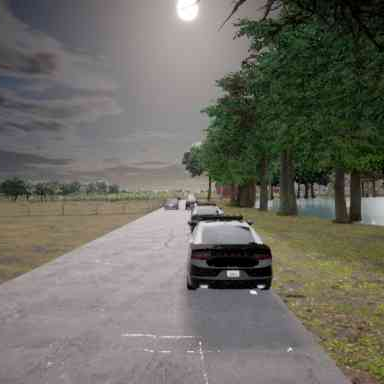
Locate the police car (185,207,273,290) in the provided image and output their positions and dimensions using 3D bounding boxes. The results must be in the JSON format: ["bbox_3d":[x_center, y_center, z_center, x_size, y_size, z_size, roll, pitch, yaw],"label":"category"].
[{"bbox_3d":[0.828,1.438,9.249,1.930,1.638,5.238,0,0,0],"label":"police car"}]

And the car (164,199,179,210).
[{"bbox_3d":[-2.736,1.650,45.242,2.128,1.511,4.902,0,0,0],"label":"car"}]

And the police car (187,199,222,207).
[{"bbox_3d":[0.830,1.464,19.249,1.930,1.638,5.238,0,0,0],"label":"police car"}]

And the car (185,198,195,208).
[{"bbox_3d":[0.040,1.652,47.679,1.882,1.535,5.008,0,0,1],"label":"car"}]

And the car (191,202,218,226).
[{"bbox_3d":[0.832,1.565,25.139,1.837,1.490,4.892,0,0,0],"label":"car"}]
